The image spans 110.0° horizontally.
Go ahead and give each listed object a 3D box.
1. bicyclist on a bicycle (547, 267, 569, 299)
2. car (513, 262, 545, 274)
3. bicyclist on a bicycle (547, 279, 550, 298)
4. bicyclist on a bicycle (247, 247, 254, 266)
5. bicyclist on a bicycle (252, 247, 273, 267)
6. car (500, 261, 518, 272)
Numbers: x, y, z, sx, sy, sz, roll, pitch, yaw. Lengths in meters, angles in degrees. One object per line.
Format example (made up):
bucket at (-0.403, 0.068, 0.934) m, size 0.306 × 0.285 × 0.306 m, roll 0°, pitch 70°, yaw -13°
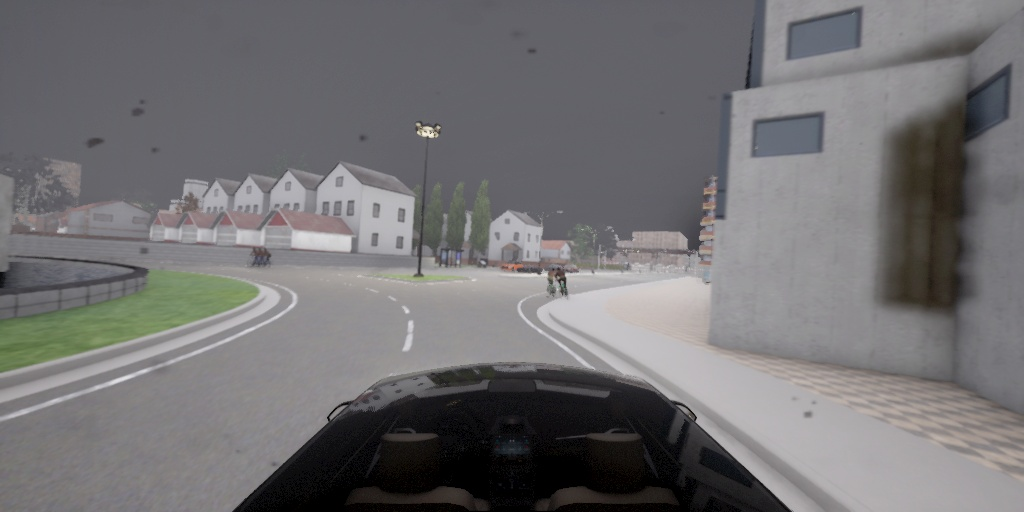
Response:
bicyclist on a bicycle at (2.510, 1.385, 18.141) m, size 0.582 × 1.620 × 1.656 m, roll -9°, pitch -3°, yaw -10°
car at (2.469, 1.917, 52.078) m, size 1.895 × 1.301 × 4.718 m, roll 3°, pitch -1°, yaw 30°
bicyclist on a bicycle at (2.224, 1.487, 19.958) m, size 0.582 × 1.620 × 1.656 m, roll 3°, pitch 0°, yaw 24°
bicyclist on a bicycle at (-21.393, 0.127, 30.502) m, size 0.582 × 1.620 × 1.656 m, roll 3°, pitch 0°, yaw 3°
bicyclist on a bicycle at (-20.895, 0.157, 30.468) m, size 0.582 × 1.620 × 1.656 m, roll 3°, pitch 0°, yaw 4°
car at (0.043, 1.541, 54.825) m, size 2.097 × 1.767 × 4.553 m, roll 3°, pitch -1°, yaw 30°
